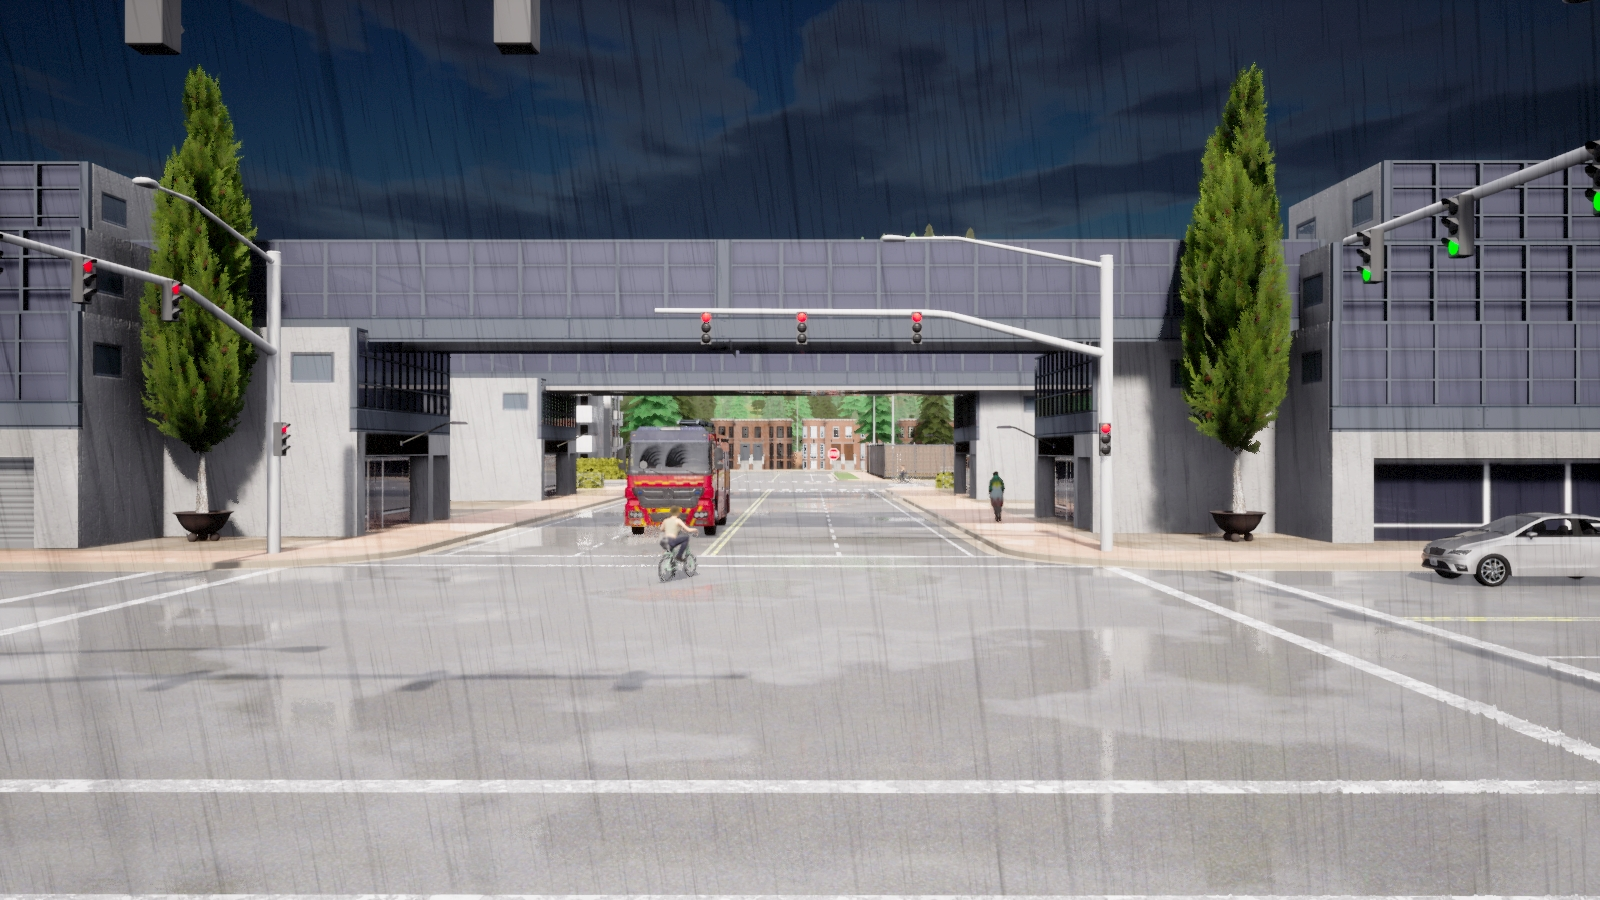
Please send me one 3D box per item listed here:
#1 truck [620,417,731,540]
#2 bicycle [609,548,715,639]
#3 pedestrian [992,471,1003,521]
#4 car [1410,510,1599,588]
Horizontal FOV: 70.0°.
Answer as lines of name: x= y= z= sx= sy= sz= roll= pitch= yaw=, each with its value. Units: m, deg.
truck: x=-4.133 y=0.890 z=39.814 sx=2.891 sy=3.827 sz=8.468 roll=0 pitch=0 yaw=0
bicycle: x=-2.070 y=2.158 z=17.321 sx=1.487 sy=1.276 sz=0.859 roll=0 pitch=0 yaw=2
pedestrian: x=7.294 y=1.698 z=42.237 sx=0.375 sy=1.860 sz=0.375 roll=0 pitch=0 yaw=2
car: x=15.490 y=2.066 z=24.189 sx=4.193 sy=1.474 sz=1.816 roll=0 pitch=0 yaw=0
